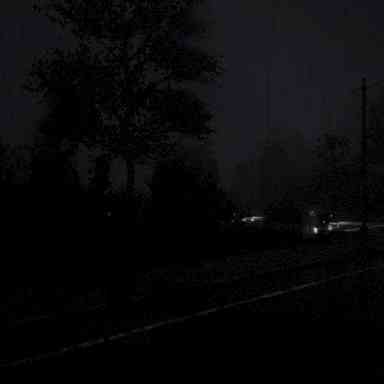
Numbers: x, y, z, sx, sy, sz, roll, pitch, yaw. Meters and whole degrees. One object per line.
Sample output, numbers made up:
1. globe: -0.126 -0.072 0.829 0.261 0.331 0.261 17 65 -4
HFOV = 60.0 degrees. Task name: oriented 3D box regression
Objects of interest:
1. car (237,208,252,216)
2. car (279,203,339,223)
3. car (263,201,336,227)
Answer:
1. car: 3.929 1.769 33.222 1.994 1.385 4.181 0 -1 -41
2. car: 9.323 1.651 26.772 1.994 1.385 4.181 0 -1 -39
3. car: 7.309 1.426 23.648 2.097 1.767 4.553 0 -1 -38
